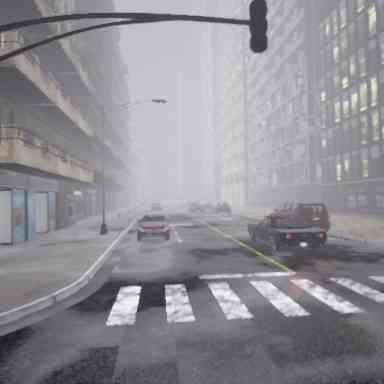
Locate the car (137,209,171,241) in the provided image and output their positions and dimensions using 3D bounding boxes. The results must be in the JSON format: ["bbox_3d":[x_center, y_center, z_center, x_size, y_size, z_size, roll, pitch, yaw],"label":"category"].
[{"bbox_3d":[-2.071,1.838,18.259,1.802,1.307,4.206,0,-1,-6],"label":"car"}]

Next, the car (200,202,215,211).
[{"bbox_3d":[2.418,2.212,52.140,1.802,1.307,4.206,0,-1,-6],"label":"car"}]

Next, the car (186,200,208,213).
[{"bbox_3d":[0.609,2.164,45.215,1.895,1.301,4.718,-1,-1,-5],"label":"car"}]

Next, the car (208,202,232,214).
[{"bbox_3d":[3.575,1.906,41.132,1.967,1.590,4.097,0,-1,-6],"label":"car"}]

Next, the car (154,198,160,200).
[{"bbox_3d":[-8.893,2.561,84.335,2.192,1.841,5.009,0,-1,-6],"label":"car"}]

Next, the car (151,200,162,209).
[{"bbox_3d":[-5.418,2.277,51.302,1.887,1.381,4.507,0,-1,-6],"label":"car"}]

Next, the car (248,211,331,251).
[{"bbox_3d":[3.959,1.727,14.801,1.895,1.301,4.718,-1,-1,-7],"label":"car"}]

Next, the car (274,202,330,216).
[{"bbox_3d":[6.020,1.465,19.131,2.192,1.841,5.009,0,-1,-6],"label":"car"}]

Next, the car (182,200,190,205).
[{"bbox_3d":[-1.636,2.815,90.673,1.802,1.307,4.206,0,-1,-6],"label":"car"}]

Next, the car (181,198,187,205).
[{"bbox_3d":[-1.057,2.725,85.168,1.802,1.307,4.206,0,-1,-6],"label":"car"}]
